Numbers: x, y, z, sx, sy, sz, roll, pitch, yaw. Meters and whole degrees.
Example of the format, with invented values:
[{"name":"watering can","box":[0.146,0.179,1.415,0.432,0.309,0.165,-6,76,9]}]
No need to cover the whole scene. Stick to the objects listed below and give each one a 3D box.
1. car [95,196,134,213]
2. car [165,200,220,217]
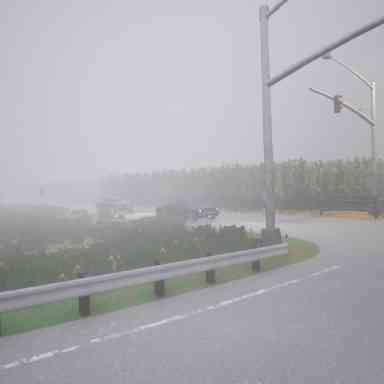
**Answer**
[{"name":"car","box":[-7.021,1.121,29.834,1.837,1.490,4.892,-3,2,-40]},{"name":"car","box":[-0.353,1.177,22.035,1.895,1.301,4.718,-3,2,-41]}]
